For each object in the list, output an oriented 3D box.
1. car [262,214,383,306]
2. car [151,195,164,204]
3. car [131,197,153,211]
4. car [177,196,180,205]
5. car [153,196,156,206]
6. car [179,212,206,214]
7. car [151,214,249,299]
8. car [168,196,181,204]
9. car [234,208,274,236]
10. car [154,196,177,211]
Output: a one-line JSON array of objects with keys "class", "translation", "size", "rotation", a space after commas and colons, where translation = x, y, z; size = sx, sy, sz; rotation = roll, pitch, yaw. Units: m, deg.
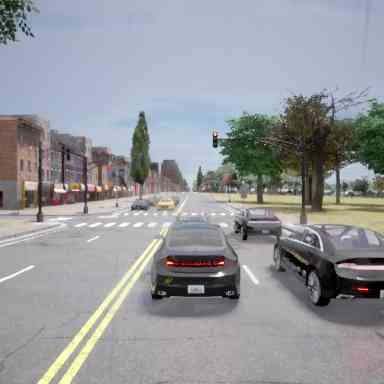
[{"class": "car", "translation": [3.327, 1.515, 8.026], "size": [2.128, 1.511, 4.902], "rotation": [0, 0, 0]}, {"class": "car", "translation": [-6.575, 1.440, 63.842], "size": [2.128, 1.511, 4.902], "rotation": [0, 1, 0]}, {"class": "car", "translation": [-6.617, 1.676, 43.042], "size": [1.994, 1.385, 4.181], "rotation": [0, 0, 0]}, {"class": "car", "translation": [-3.362, 1.605, 53.576], "size": [1.994, 1.385, 4.181], "rotation": [0, 0, 0]}, {"class": "car", "translation": [-6.616, 1.589, 53.447], "size": [2.033, 1.411, 5.357], "rotation": [0, 0, 0]}, {"class": "car", "translation": [0.045, 1.689, 17.771], "size": [1.895, 1.301, 4.718], "rotation": [0, 0, 0]}, {"class": "car", "translation": [0.078, 1.531, 8.466], "size": [1.837, 1.490, 4.892], "rotation": [0, 0, 0]}, {"class": "car", "translation": [-3.325, 1.494, 64.140], "size": [2.033, 1.411, 5.357], "rotation": [0, 1, 0]}, {"class": "car", "translation": [3.290, 1.576, 17.236], "size": [2.128, 1.511, 4.902], "rotation": [0, 0, 0]}, {"class": "car", "translation": [-3.366, 1.587, 43.646], "size": [1.882, 1.535, 5.008], "rotation": [0, 0, 1]}]
